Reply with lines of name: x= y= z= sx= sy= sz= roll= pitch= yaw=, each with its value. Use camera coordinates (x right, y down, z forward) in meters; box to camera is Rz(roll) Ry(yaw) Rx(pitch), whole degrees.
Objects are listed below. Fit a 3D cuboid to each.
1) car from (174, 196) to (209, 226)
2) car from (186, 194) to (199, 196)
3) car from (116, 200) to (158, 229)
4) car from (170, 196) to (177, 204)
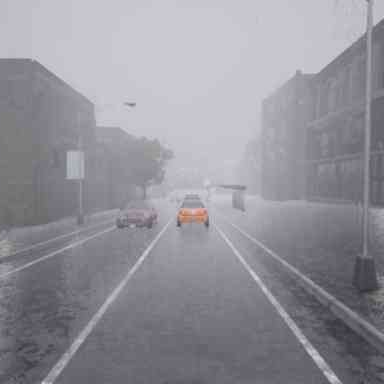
car: x=0.059 y=1.372 z=23.538 sx=2.097 sy=1.767 sz=4.553 roll=0 pitch=0 yaw=0
car: x=0.019 y=1.278 z=42.787 sx=2.150 sy=2.045 sz=5.566 roll=0 pitch=0 yaw=0
car: x=-3.427 y=1.368 z=21.443 sx=2.097 sy=1.767 sz=4.553 roll=0 pitch=0 yaw=0
car: x=-3.143 y=1.435 z=63.199 sx=2.128 sy=1.511 sz=4.902 roll=0 pitch=1 yaw=1
